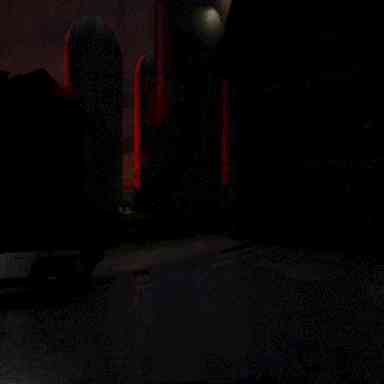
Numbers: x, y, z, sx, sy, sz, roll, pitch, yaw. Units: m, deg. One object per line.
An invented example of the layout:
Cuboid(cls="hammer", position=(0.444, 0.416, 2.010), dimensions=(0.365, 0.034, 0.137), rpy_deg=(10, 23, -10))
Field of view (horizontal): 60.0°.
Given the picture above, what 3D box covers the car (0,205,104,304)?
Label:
Cuboid(cls="car", position=(-3.998, 1.329, 7.544), dimensions=(3.866, 1.878, 1.905), rpy_deg=(-2, 5, -7))
